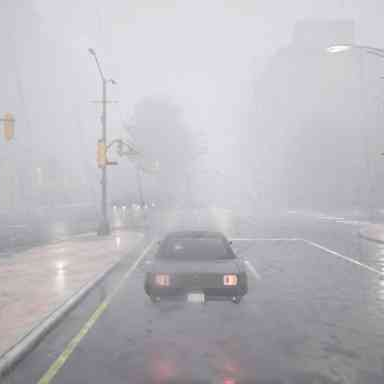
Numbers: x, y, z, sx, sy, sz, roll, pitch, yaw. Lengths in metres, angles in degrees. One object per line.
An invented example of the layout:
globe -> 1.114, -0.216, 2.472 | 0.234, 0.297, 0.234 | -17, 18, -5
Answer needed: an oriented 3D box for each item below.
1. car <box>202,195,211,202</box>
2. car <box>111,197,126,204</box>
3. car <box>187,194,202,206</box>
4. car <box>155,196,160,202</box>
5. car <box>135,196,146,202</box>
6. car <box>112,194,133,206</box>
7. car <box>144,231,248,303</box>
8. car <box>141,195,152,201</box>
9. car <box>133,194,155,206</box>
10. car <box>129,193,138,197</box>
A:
car -> 3.517, 1.595, 79.465 | 1.895, 1.301, 4.718 | 0, 0, 0
car -> -14.735, 1.595, 66.823 | 1.895, 1.301, 4.718 | 0, 0, 0
car -> 0.158, 1.547, 56.467 | 2.033, 1.411, 5.357 | 0, 0, 0
car -> -8.016, 1.564, 65.750 | 1.994, 1.385, 4.181 | 0, 0, 1
car -> -11.484, 1.553, 74.412 | 1.994, 1.385, 4.181 | 0, 0, 0
car -> -11.576, 1.526, 55.116 | 1.812, 1.442, 4.674 | 0, 0, 0
car -> 0.076, 1.601, 8.166 | 1.895, 1.301, 4.718 | 0, 0, 0
car -> -11.482, 1.525, 84.646 | 2.128, 1.511, 4.902 | 0, 0, 0
car -> -8.076, 1.547, 56.514 | 2.033, 1.411, 5.357 | 0, 0, 0
car -> -11.524, 1.221, 64.528 | 2.150, 2.045, 5.566 | 0, 0, 1
